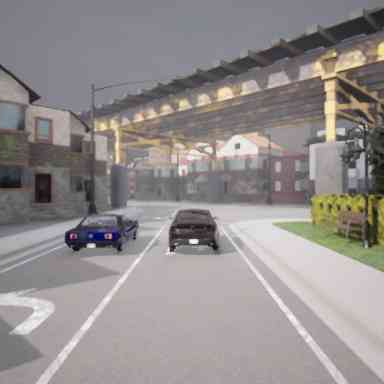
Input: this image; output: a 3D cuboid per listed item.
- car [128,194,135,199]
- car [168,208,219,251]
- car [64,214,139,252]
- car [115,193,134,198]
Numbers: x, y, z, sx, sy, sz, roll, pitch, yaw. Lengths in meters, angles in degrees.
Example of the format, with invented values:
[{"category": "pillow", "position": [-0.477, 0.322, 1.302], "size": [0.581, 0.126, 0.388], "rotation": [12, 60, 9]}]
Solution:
[{"category": "car", "position": [-16.747, 1.081, 82.538], "size": [4.974, 1.542, 2.038], "rotation": [0, 0, -15]}, {"category": "car", "position": [0.077, 1.442, 13.851], "size": [1.837, 1.490, 4.892], "rotation": [0, 0, 0]}, {"category": "car", "position": [-3.424, 1.539, 13.601], "size": [1.895, 1.301, 4.718], "rotation": [0, 0, 0]}, {"category": "car", "position": [-16.697, 0.923, 82.551], "size": [4.536, 1.218, 1.853], "rotation": [0, 0, -15]}]
